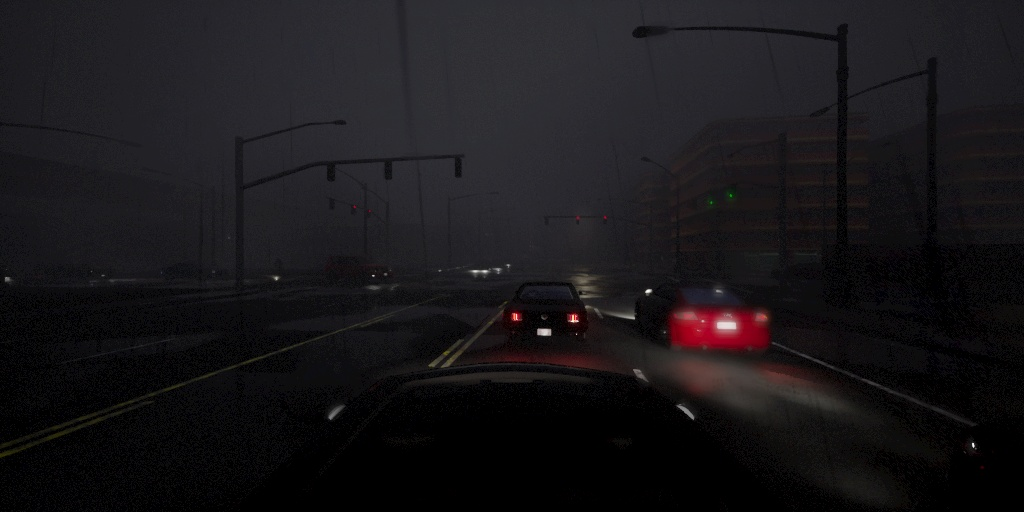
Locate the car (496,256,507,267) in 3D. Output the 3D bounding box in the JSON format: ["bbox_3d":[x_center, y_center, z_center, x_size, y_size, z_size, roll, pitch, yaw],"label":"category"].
[{"bbox_3d":[-2.533,1.064,58.559,1.895,1.301,4.718,0,1,8],"label":"car"}]

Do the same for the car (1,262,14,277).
[{"bbox_3d":[-49.871,1.276,34.474,4.674,1.442,1.812,0,0,32],"label":"car"}]

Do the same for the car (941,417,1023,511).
[{"bbox_3d":[3.640,1.242,0.203,2.128,1.511,4.902,0,0,1],"label":"car"}]

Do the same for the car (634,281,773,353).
[{"bbox_3d":[4.400,1.314,8.915,1.994,1.385,4.181,0,0,7],"label":"car"}]

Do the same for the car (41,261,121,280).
[{"bbox_3d":[-37.021,1.350,30.854,4.718,1.301,1.895,0,0,8],"label":"car"}]

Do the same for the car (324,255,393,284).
[{"bbox_3d":[-11.502,0.973,26.820,5.566,2.045,2.150,0,-1,26],"label":"car"}]

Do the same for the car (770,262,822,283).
[{"bbox_3d":[22.803,1.228,27.591,5.008,1.535,1.882,0,0,7],"label":"car"}]

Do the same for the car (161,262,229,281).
[{"bbox_3d":[-25.979,1.228,29.484,5.008,1.535,1.882,0,0,7],"label":"car"}]

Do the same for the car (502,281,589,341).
[{"bbox_3d":[0.996,1.351,9.915,1.895,1.301,4.718,0,0,8],"label":"car"}]

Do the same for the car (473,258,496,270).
[{"bbox_3d":[-3.880,1.176,48.705,1.994,1.385,4.181,0,1,8],"label":"car"}]

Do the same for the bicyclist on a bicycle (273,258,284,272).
[{"bbox_3d":[-26.420,1.053,40.582,0.582,1.620,1.656,0,0,7],"label":"bicyclist on a bicycle"}]
